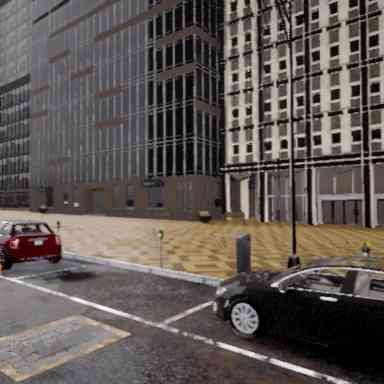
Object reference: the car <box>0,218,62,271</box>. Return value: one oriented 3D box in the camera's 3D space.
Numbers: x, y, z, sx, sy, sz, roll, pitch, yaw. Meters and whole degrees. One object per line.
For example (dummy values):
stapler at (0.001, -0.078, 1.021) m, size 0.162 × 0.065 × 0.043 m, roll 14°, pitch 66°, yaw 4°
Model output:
car at (-6.513, 1.684, 11.920) m, size 4.097 × 1.590 × 1.967 m, roll -1°, pitch -3°, yaw 37°

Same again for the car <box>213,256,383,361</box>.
car at (2.394, 1.694, 5.230) m, size 4.403 × 1.369 × 2.008 m, roll -1°, pitch -3°, yaw 37°
